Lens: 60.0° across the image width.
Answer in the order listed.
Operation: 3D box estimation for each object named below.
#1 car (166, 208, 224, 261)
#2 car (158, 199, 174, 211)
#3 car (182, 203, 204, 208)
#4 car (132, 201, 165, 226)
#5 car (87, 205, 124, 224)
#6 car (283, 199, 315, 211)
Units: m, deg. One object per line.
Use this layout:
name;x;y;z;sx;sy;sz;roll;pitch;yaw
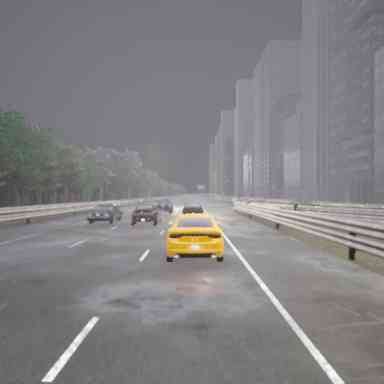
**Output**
car;0.101;1.574;12.729;1.882;1.535;5.008;0;0;0
car;-3.390;1.673;40.871;2.097;1.767;4.553;0;-1;0
car;0.105;1.720;31.160;1.882;1.535;5.008;0;0;0
car;-3.395;1.700;25.494;1.837;1.490;4.892;0;-1;0
car;-6.893;1.755;26.846;2.033;1.411;5.357;0;0;0
car;12.402;1.727;39.191;2.097;1.767;4.553;0;0;-16
